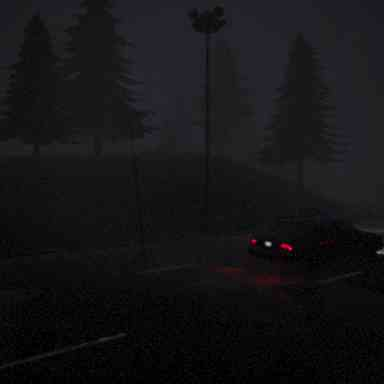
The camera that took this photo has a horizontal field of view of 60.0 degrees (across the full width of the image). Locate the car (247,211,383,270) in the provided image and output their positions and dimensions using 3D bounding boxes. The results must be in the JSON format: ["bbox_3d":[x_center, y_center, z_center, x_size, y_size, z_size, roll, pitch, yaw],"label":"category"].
[{"bbox_3d":[4.277,1.572,11.151,5.357,1.411,2.033,0,0,-35],"label":"car"}]

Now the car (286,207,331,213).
[{"bbox_3d":[6.234,1.528,16.826,4.902,1.511,2.128,0,0,-35],"label":"car"}]
